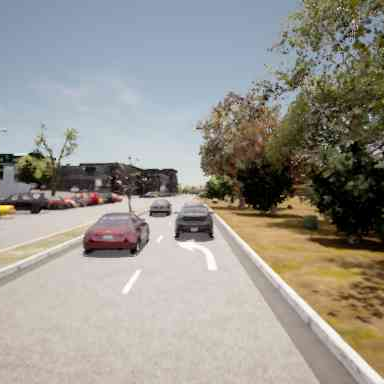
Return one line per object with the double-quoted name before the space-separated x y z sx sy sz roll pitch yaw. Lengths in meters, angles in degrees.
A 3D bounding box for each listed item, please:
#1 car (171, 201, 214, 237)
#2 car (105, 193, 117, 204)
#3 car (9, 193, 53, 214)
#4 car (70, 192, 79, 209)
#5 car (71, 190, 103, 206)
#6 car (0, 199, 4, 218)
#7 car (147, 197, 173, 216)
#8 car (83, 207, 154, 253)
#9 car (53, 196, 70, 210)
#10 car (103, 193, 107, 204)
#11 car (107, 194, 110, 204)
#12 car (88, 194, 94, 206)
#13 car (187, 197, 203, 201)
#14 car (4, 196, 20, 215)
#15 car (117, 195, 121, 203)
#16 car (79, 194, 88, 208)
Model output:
"car" 0.105 1.439 17.471 1.837 1.490 4.892 0 0 0
"car" -16.780 1.171 59.325 5.566 2.045 2.435 -1 0 -20
"car" -16.826 1.127 32.301 5.566 2.045 2.435 -1 0 -20
"car" -16.824 1.253 41.314 4.553 1.767 2.185 -1 0 -20
"car" -16.811 1.146 50.312 5.566 2.045 2.435 -1 0 -20
"car" -16.633 1.394 23.384 5.366 1.575 1.946 -1 0 -20
"car" -2.892 1.435 31.419 2.033 1.411 5.357 0 0 0
"car" -2.897 1.519 13.493 1.994 1.385 4.181 0 0 0
"car" -16.764 1.249 38.328 4.553 1.767 2.185 -1 0 -20
"car" -16.950 1.404 53.261 5.366 1.575 1.946 -1 0 -20
"car" -16.760 1.453 56.328 4.674 1.452 2.002 -1 0 -20
"car" -16.811 1.419 47.308 4.792 1.488 2.163 -1 0 -20
"car" 0.109 1.485 35.438 1.895 1.301 4.718 0 0 0
"car" -16.977 1.391 26.250 5.366 1.575 1.946 -1 0 -20
"car" -16.707 1.179 62.362 5.566 2.045 2.435 -1 0 -20
"car" -16.796 1.385 44.324 4.892 1.521 2.231 -1 0 -20
